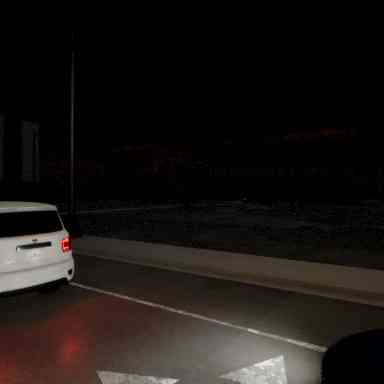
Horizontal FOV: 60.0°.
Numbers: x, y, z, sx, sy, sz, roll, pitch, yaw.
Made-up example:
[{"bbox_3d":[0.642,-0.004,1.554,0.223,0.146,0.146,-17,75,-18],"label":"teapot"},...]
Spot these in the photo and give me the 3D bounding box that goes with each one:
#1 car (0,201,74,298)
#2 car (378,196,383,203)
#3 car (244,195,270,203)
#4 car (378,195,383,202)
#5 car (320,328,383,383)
[{"bbox_3d":[-5.037,1.220,7.580,5.566,2.045,2.150,0,0,35],"label":"car"},{"bbox_3d":[39.921,1.527,67.903,2.038,1.542,4.974,1,1,6],"label":"car"},{"bbox_3d":[12.329,1.302,63.523,4.892,1.490,1.837,1,0,4],"label":"car"},{"bbox_3d":[39.928,1.369,67.953,1.853,1.218,4.536,1,1,6],"label":"car"},{"bbox_3d":[3.132,1.516,1.752,4.674,1.442,1.812,0,0,35],"label":"car"}]
